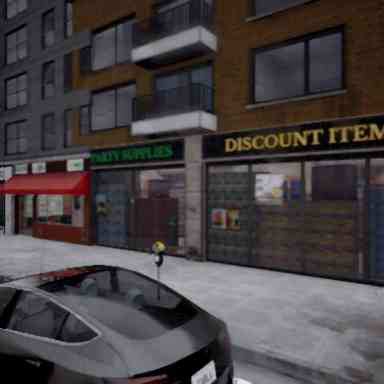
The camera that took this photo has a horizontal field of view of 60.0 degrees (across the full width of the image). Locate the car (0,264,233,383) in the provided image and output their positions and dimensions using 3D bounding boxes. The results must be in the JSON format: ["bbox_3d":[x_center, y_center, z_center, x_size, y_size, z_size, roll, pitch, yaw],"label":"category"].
[{"bbox_3d":[-1.593,1.565,3.946,4.313,1.339,1.947,0,0,36],"label":"car"}]
